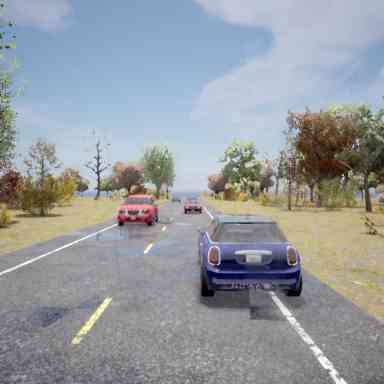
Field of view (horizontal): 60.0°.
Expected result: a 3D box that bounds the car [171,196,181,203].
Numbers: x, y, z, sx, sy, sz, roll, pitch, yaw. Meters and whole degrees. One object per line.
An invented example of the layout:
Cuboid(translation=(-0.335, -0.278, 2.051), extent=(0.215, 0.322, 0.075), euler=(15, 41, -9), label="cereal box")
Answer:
Cuboid(translation=(-3.401, 1.658, 72.255), extent=(1.837, 1.490, 4.892), euler=(0, 0, 0), label="car")

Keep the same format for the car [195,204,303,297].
Cuboid(translation=(1.236, 1.352, 8.762), extent=(2.097, 1.767, 4.553), euler=(0, 0, 0), label="car")

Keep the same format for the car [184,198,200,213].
Cuboid(translation=(0.122, 1.641, 36.718), extent=(1.895, 1.301, 4.718), euler=(0, 0, 0), label="car")

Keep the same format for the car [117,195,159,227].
Cuboid(translation=(-3.570, 1.230, 22.932), extent=(2.150, 2.045, 5.566), euler=(0, 0, 0), label="car")

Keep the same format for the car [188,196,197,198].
Cuboid(translation=(0.079, 1.423, 46.602), extent=(2.097, 1.767, 4.553), euler=(0, 0, 0), label="car")
